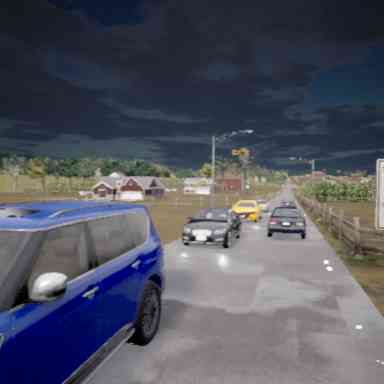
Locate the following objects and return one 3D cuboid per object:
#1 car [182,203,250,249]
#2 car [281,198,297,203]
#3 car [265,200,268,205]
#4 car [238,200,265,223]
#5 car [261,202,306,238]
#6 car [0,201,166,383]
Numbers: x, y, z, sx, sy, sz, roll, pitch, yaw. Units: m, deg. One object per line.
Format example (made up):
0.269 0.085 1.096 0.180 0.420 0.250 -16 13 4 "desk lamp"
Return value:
1.019 1.418 14.493 2.128 1.511 4.902 1 0 16 "car"
11.540 1.477 40.066 2.033 1.411 5.357 1 0 17 "car"
7.111 1.499 35.173 1.895 1.301 4.718 1 0 17 "car"
4.227 1.387 25.441 1.882 1.535 5.008 1 0 16 "car"
5.019 1.506 17.660 2.033 1.411 5.357 1 0 16 "car"
-1.982 1.173 3.643 2.150 2.045 5.566 1 1 14 "car"
